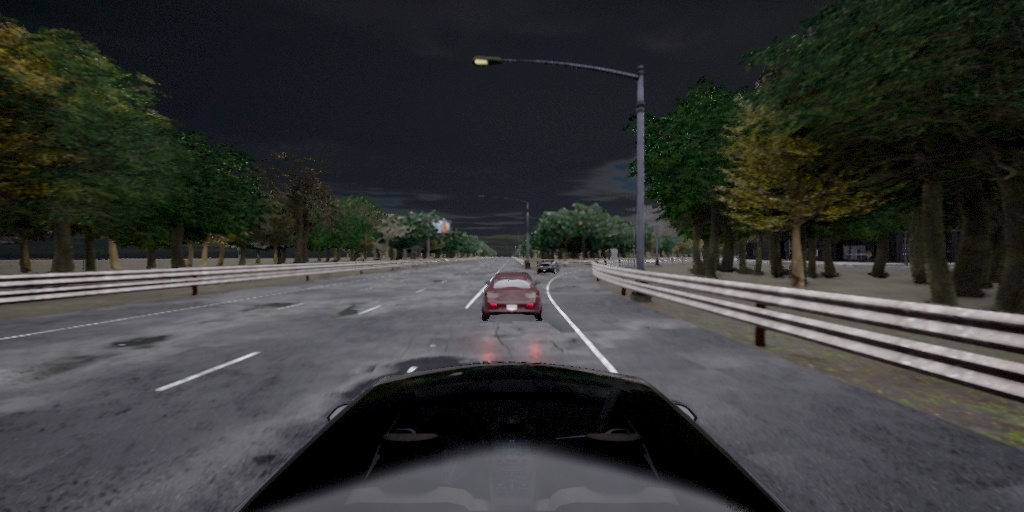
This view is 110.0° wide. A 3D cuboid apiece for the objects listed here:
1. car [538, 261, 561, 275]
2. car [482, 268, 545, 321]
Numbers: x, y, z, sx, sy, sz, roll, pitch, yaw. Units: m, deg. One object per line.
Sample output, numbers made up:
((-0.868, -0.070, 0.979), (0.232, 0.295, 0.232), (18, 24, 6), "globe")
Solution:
((4.070, 1.267, 39.131), (1.837, 1.490, 4.892), (0, -1, 18), "car")
((0.022, 1.276, 12.343), (1.812, 1.442, 4.674), (0, 0, 1), "car")
